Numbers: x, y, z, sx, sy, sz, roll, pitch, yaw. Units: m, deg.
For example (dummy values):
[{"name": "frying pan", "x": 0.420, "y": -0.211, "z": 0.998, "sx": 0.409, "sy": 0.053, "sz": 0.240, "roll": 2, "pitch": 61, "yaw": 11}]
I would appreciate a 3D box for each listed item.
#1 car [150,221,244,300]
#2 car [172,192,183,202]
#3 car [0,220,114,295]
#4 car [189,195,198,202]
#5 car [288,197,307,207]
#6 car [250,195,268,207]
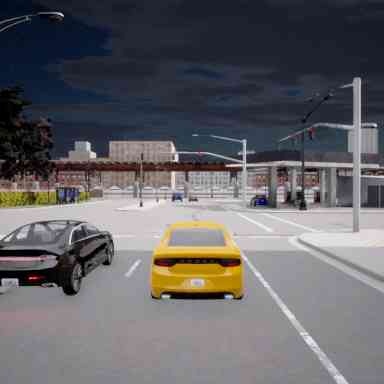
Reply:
[{"name": "car", "x": 0.112, "y": 1.468, "z": 8.446, "sx": 1.882, "sy": 1.535, "sz": 5.008, "roll": 0, "pitch": 0, "yaw": 0}, {"name": "car", "x": -3.239, "y": 1.122, "z": 74.025, "sx": 2.150, "sy": 2.045, "sz": 5.566, "roll": 0, "pitch": 0, "yaw": 0}, {"name": "car", "x": -3.387, "y": 1.474, "z": 8.667, "sx": 2.128, "sy": 1.511, "sz": 4.902, "roll": 0, "pitch": 0, "yaw": 0}, {"name": "car", "x": 0.259, "y": 1.446, "z": 73.414, "sx": 1.994, "sy": 1.385, "sz": 4.181, "roll": 0, "pitch": 0, "yaw": 0}, {"name": "car", "x": 15.630, "y": 1.426, "z": 49.447, "sx": 1.970, "sy": 1.475, "sz": 3.806, "roll": 0, "pitch": 0, "yaw": 1}, {"name": "car", "x": 9.883, "y": 1.253, "z": 48.705, "sx": 2.242, "sy": 1.667, "sz": 4.611, "roll": 0, "pitch": 0, "yaw": 1}]
